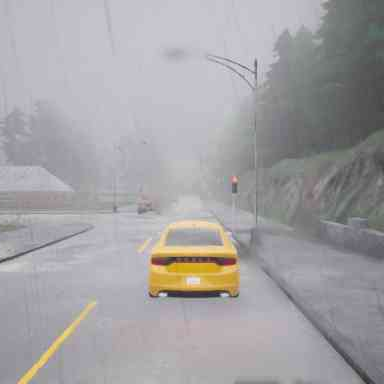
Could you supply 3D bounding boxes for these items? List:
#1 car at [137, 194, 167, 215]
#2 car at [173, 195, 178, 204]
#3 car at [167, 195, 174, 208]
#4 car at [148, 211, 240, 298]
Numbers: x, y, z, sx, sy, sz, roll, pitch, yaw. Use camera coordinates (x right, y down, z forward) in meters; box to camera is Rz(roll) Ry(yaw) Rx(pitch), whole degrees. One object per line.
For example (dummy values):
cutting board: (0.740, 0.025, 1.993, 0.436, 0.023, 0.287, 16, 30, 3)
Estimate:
car: (-4.085, 1.224, 33.731, 2.150, 2.045, 5.566, 0, 0, 0)
car: (-4.002, 1.351, 66.215, 2.097, 1.767, 4.553, 0, 0, 0)
car: (-4.078, 1.564, 48.761, 1.994, 1.385, 4.181, 0, 0, 0)
car: (0.056, 1.478, 8.569, 1.882, 1.535, 5.008, 0, 0, 1)
